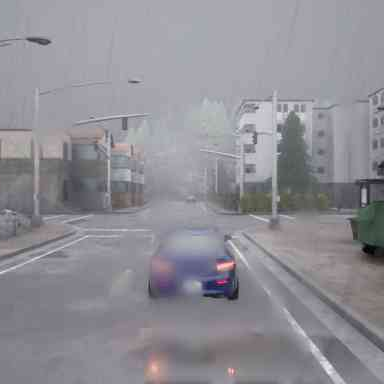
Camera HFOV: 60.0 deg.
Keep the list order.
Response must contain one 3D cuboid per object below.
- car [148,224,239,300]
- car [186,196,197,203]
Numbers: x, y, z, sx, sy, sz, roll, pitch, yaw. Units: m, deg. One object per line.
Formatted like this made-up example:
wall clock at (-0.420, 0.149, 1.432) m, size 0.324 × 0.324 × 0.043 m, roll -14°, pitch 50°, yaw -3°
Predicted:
car at (0.040, 1.526, 8.248) m, size 1.812 × 1.442 × 4.674 m, roll 0°, pitch 0°, yaw 0°
car at (-0.141, 1.526, 66.890) m, size 1.812 × 1.442 × 4.674 m, roll 0°, pitch 0°, yaw 0°
